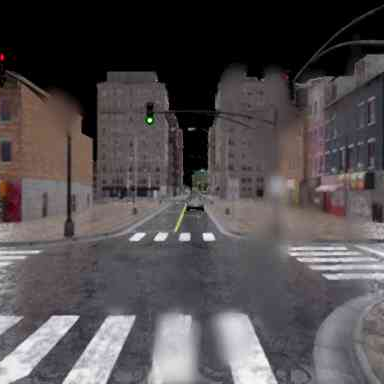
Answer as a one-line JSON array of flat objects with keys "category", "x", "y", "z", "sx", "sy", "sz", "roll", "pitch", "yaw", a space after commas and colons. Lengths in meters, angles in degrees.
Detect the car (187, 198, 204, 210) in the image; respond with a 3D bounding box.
[{"category": "car", "x": 0.395, "y": 1.440, "z": 40.007, "sx": 1.994, "sy": 1.385, "sz": 4.181, "roll": 0, "pitch": 0, "yaw": 0}]
